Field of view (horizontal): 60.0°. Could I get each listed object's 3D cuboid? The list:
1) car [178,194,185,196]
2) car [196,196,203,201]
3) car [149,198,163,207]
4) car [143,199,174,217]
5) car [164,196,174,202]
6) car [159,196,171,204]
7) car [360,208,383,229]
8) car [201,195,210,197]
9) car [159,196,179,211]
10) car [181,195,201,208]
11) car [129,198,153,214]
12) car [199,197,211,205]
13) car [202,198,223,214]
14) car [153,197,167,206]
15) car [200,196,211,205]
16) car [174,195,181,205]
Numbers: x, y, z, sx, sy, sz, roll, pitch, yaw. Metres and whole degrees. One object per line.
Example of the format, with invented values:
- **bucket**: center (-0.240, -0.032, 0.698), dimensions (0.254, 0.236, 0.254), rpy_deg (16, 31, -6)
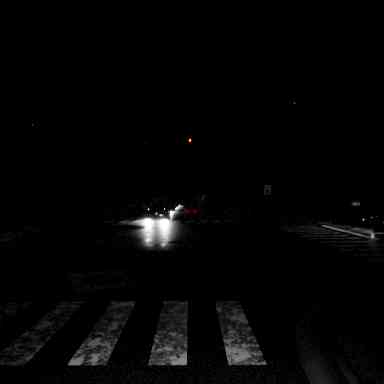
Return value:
- **car**: center (-3.009, 1.584, 62.043), dimensions (2.128, 1.511, 4.902), rpy_deg (0, 0, 1)
- **car**: center (2.084, 1.698, 90.093), dimensions (1.812, 1.442, 4.674), rpy_deg (0, 0, 0)
- **car**: center (-5.615, 1.653, 52.675), dimensions (1.802, 1.307, 4.206), rpy_deg (0, 0, 0)
- **car**: center (-3.143, 1.634, 32.022), dimensions (1.895, 1.301, 4.718), rpy_deg (0, 0, 1)
- **car**: center (-5.553, 1.694, 80.228), dimensions (2.008, 1.369, 4.403), rpy_deg (0, 0, 0)
- **car**: center (-5.578, 1.552, 69.207), dimensions (1.967, 1.590, 4.097), rpy_deg (0, 0, 0)
- **car**: center (13.042, 1.457, 20.633), dimensions (4.892, 1.490, 1.837), rpy_deg (0, 0, 0)
- **car**: center (2.410, 1.636, 52.657), dimensions (1.947, 1.339, 4.313), rpy_deg (0, 0, 0)
- **car**: center (-3.097, 1.614, 41.978), dimensions (1.994, 1.385, 4.181), rpy_deg (0, 0, 1)
- **car**: center (-0.143, 1.553, 48.489), dimensions (2.128, 1.511, 4.902), rpy_deg (0, 0, 0)
- **car**: center (-5.652, 1.480, 36.143), dimensions (1.967, 1.590, 4.097), rpy_deg (0, 0, 0)
- **car**: center (2.435, 1.647, 63.678), dimensions (2.008, 1.369, 4.403), rpy_deg (0, 0, 0)
- **car**: center (2.373, 1.606, 36.124), dimensions (1.947, 1.339, 4.313), rpy_deg (0, 0, 0)
- **car**: center (-5.603, 1.634, 58.186), dimensions (2.008, 1.369, 4.403), rpy_deg (0, 0, 0)
- **car**: center (2.397, 1.641, 47.147), dimensions (1.802, 1.307, 4.206), rpy_deg (0, 0, 0)
- **car**: center (-3.075, 1.633, 51.962), dimensions (1.994, 1.385, 4.181), rpy_deg (0, 0, 0)
